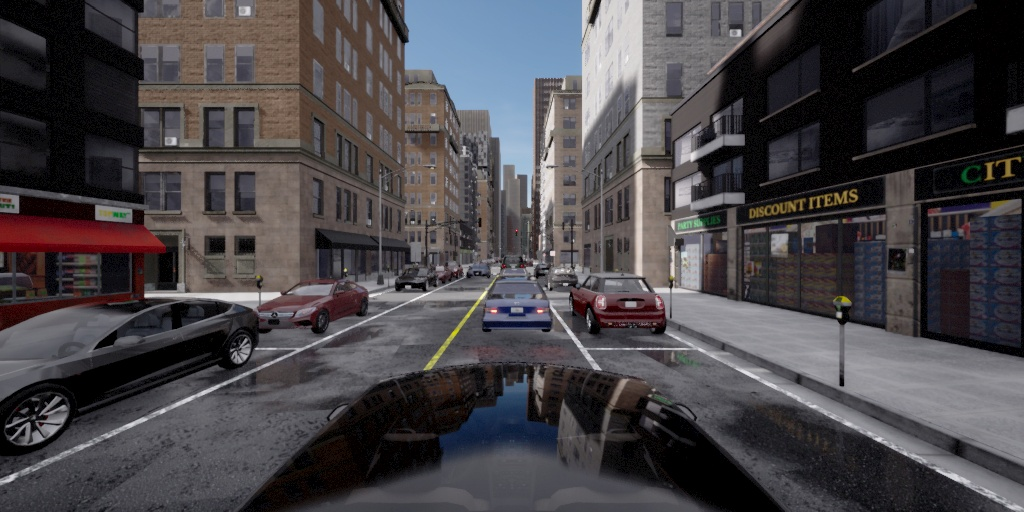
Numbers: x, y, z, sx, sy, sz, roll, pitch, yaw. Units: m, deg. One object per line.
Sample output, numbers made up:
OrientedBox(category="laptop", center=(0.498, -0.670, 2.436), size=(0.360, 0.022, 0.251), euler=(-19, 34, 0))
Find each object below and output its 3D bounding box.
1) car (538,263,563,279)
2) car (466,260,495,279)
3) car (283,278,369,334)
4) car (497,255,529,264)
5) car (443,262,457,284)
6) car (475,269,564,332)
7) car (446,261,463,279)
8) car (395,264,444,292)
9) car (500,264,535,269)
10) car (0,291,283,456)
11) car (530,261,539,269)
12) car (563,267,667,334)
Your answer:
OrientedBox(category="car", center=(2.904, 1.302, 21.590), size=(2.007, 1.370, 4.403), euler=(0, 0, 0))
OrientedBox(category="car", center=(-2.938, 1.318, 32.534), size=(1.994, 1.385, 4.181), euler=(0, 0, 0))
OrientedBox(category="car", center=(-5.650, 1.332, 10.609), size=(1.802, 1.307, 4.207), euler=(0, 0, 0))
OrientedBox(category="car", center=(0.081, 0.975, 31.340), size=(2.150, 2.045, 5.566), euler=(0, 0, -1))
OrientedBox(category="car", center=(-5.608, 1.334, 27.113), size=(1.802, 1.307, 4.207), euler=(0, 0, 0))
OrientedBox(category="car", center=(0.122, 1.297, 10.802), size=(2.033, 1.411, 5.357), euler=(0, 0, 0))
OrientedBox(category="car", center=(-5.593, 1.193, 32.614), size=(1.967, 1.591, 4.097), euler=(0, 0, 0))
OrientedBox(category="car", center=(-5.622, 1.317, 21.611), size=(1.948, 1.339, 4.313), euler=(0, 0, 0))
OrientedBox(category="car", center=(0.146, 1.352, 21.308), size=(1.895, 1.301, 4.718), euler=(0, 0, 0))
OrientedBox(category="car", center=(-5.664, 1.315, 5.108), size=(1.948, 1.339, 4.313), euler=(0, 0, 0))
OrientedBox(category="car", center=(2.932, 1.319, 32.592), size=(1.948, 1.339, 4.313), euler=(0, 0, 0))
OrientedBox(category="car", center=(2.876, 1.190, 10.587), size=(1.967, 1.591, 4.097), euler=(0, 0, 0))
